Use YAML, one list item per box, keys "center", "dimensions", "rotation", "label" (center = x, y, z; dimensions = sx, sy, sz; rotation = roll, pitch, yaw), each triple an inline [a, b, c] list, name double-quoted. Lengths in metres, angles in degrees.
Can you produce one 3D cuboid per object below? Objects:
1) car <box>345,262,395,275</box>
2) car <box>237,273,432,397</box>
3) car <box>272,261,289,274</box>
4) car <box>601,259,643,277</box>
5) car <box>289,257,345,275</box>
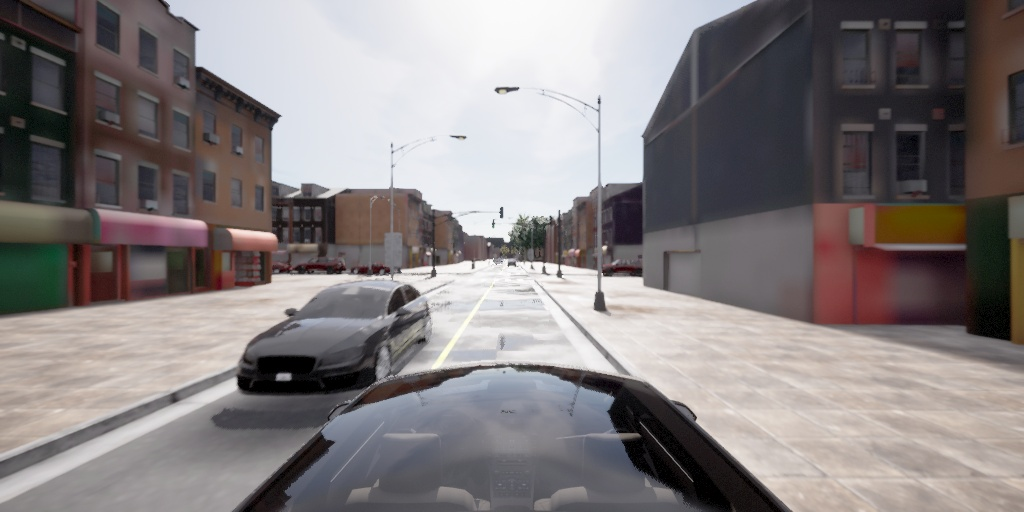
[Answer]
- center: [-14.714, 1.275, 37.901]
  dimensions: [4.507, 1.381, 1.888]
  rotation: [0, 0, 0]
  label: "car"
- center: [-2.849, 1.264, 6.906]
  dimensions: [1.837, 1.490, 4.892]
  rotation: [0, 0, 0]
  label: "car"
- center: [-25.581, 1.200, 37.878]
  dimensions: [4.507, 1.381, 1.888]
  rotation: [0, 0, 0]
  label: "car"
- center: [11.695, 1.238, 37.956]
  dimensions: [5.009, 1.841, 2.192]
  rotation: [0, 0, 0]
  label: "car"
- center: [-20.148, 1.007, 37.890]
  dimensions: [5.009, 1.841, 2.192]
  rotation: [0, 0, 0]
  label: "car"
